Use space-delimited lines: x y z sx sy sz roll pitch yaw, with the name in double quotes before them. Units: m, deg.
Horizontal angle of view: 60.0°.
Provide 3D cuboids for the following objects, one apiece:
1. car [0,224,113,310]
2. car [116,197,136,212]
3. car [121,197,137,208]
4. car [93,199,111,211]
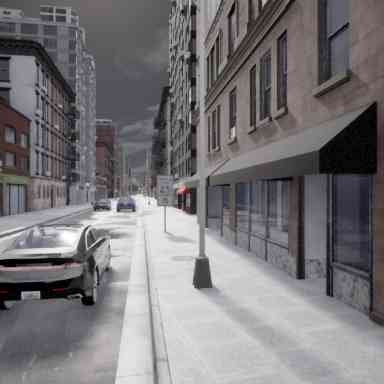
"car" -3.030 1.497 7.893 2.128 1.511 4.902 0 0 -9
"car" -7.865 1.401 39.966 2.097 1.767 4.553 0 0 -8
"car" -9.432 1.561 49.845 2.128 1.511 4.902 0 0 -9
"car" -11.324 1.603 42.339 2.033 1.411 5.357 0 0 -9
